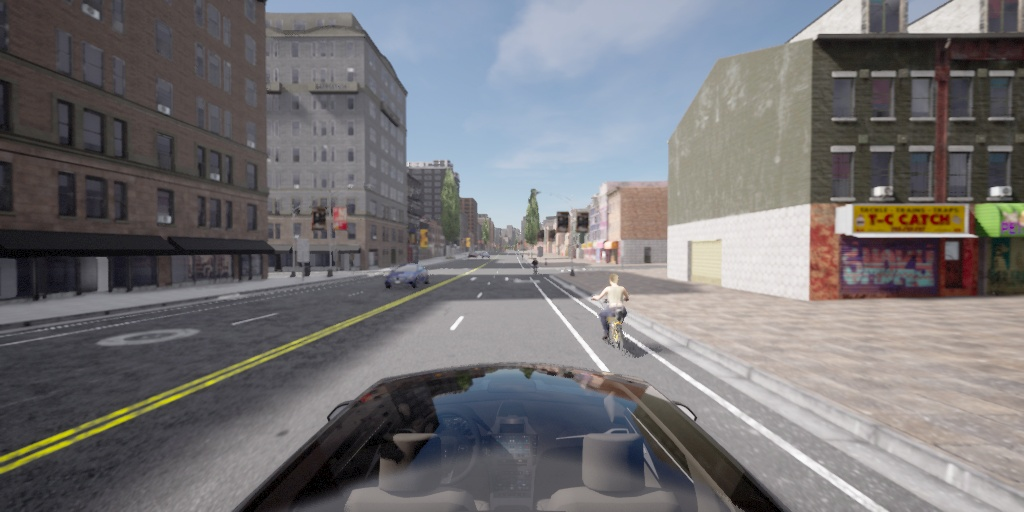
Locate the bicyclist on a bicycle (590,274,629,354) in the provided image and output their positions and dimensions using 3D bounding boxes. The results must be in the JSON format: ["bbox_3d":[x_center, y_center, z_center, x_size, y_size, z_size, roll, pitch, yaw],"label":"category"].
[{"bbox_3d":[2.178,1.182,7.777,0.866,1.612,1.509,0,0,0],"label":"bicyclist on a bicycle"}]

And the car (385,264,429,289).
[{"bbox_3d":[-6.563,1.229,22.931,1.812,1.442,4.674,0,0,0],"label":"car"}]

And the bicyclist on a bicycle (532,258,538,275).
[{"bbox_3d":[2.255,1.025,35.279,0.659,1.776,1.843,0,0,0],"label":"bicyclist on a bicycle"}]
